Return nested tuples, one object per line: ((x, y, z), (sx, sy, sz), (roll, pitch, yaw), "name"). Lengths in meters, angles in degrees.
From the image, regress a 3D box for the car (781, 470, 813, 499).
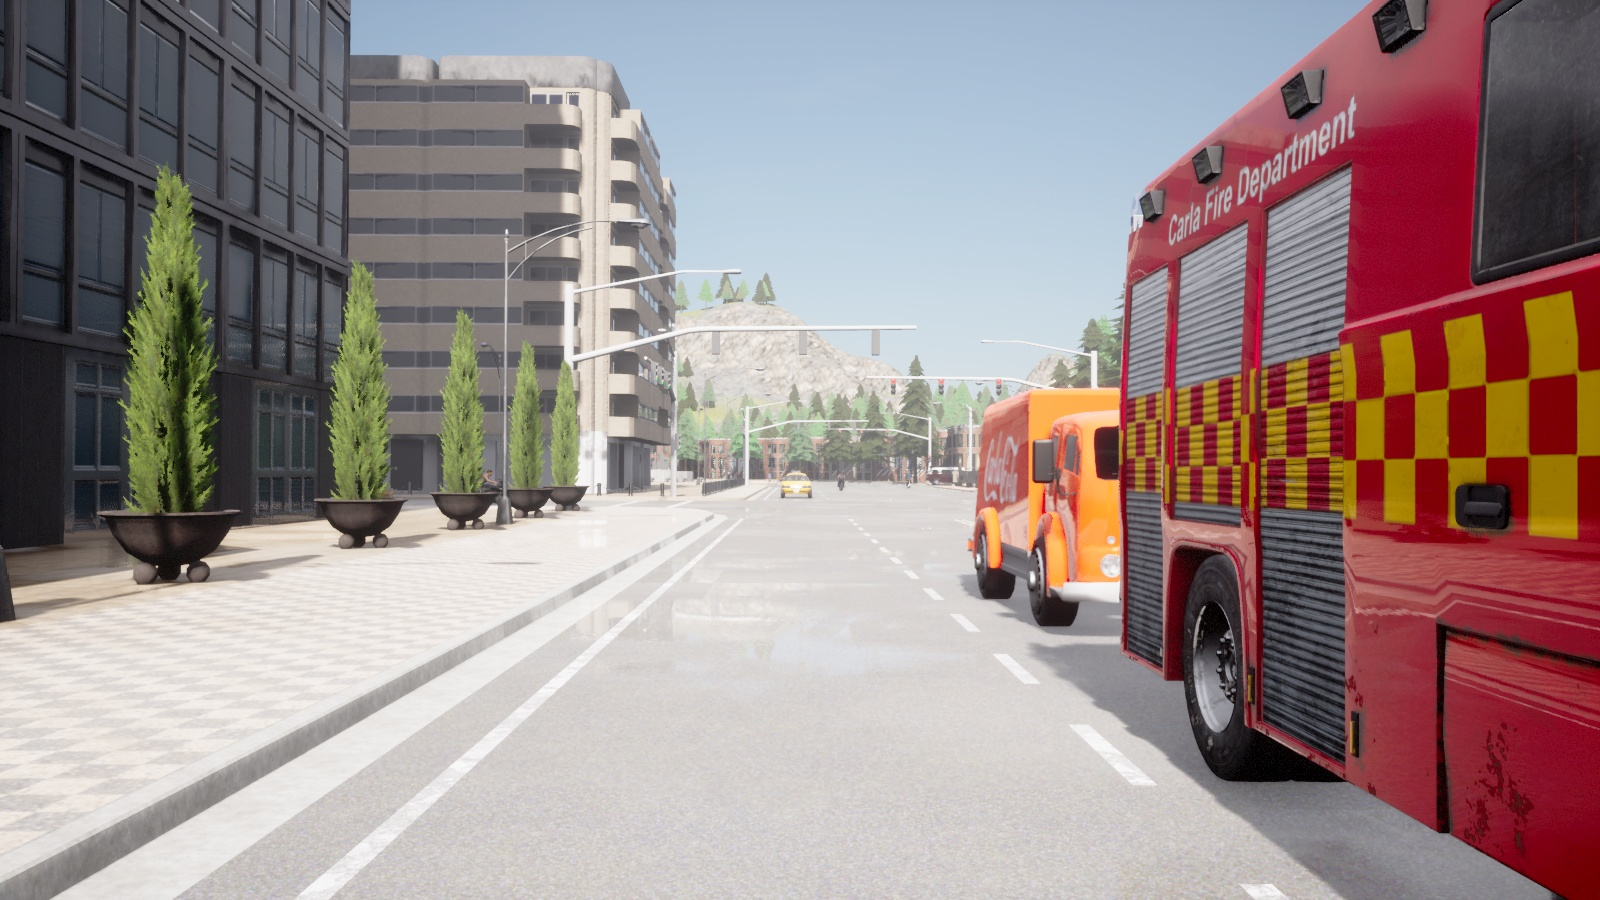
((-0.191, 1.982, 73.270), (1.801, 1.575, 5.366), (0, -1, 0), "car")

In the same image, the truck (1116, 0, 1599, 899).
((3.485, -0.301, 3.774), (2.891, 3.827, 8.468), (0, -1, 0), "truck")

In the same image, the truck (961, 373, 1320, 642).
((3.465, 0.542, 14.154), (2.627, 2.467, 5.204), (0, 0, 0), "truck")

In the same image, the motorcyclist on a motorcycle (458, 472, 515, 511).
((-12.417, 1.625, 49.796), (2.044, 1.523, 0.797), (0, -1, 0), "motorcyclist on a motorcycle")
